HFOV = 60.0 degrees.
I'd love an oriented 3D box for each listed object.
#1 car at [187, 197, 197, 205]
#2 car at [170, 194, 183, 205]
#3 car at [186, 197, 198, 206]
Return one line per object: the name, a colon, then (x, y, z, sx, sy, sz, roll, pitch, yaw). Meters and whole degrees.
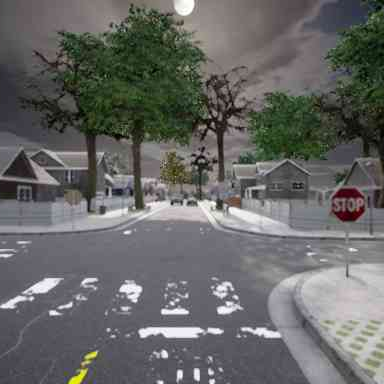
car: (-0.003, 1.690, 66.177, 1.837, 1.490, 4.892, 0, -1, 0)
car: (-2.754, 1.364, 61.147, 2.150, 2.045, 5.566, 0, 0, 0)
car: (-0.001, 1.629, 56.139, 1.812, 1.442, 4.674, 0, 0, 0)
